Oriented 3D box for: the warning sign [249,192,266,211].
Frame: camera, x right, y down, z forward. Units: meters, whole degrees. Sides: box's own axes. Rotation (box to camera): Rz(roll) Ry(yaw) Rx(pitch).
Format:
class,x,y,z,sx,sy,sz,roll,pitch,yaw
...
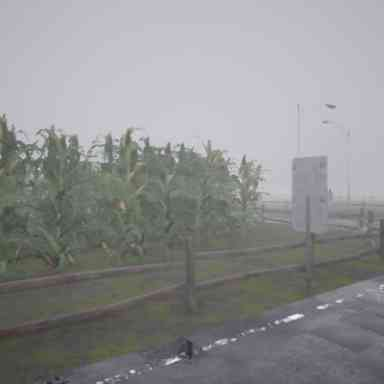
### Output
class,x,y,z,sx,sy,sz,roll,pitch,yaw
warning sign,6.738,0.961,34.066,1.300,1.860,1.060,-1,0,-36
